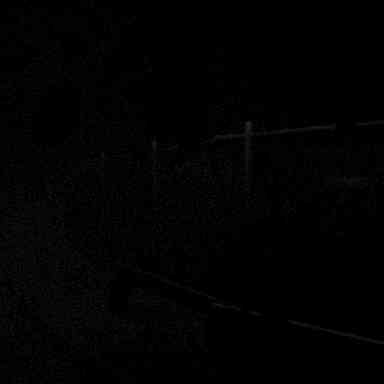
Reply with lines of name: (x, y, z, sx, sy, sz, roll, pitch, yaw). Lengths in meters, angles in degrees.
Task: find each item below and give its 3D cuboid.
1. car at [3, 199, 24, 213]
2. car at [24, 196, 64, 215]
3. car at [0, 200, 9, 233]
car: (-17.383, 1.336, 30.478, 1.895, 1.301, 4.718, 1, 0, 14)
car: (-13.190, 1.136, 31.643, 2.097, 1.767, 4.553, 1, 0, 15)
car: (-10.300, 1.326, 15.404, 1.882, 1.535, 5.008, 0, 0, -16)
